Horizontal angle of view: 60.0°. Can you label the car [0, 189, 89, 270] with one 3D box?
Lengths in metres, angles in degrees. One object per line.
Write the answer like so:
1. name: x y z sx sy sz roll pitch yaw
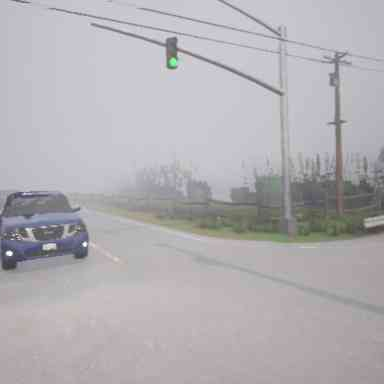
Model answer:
1. car: -5.039 1.011 10.910 2.150 2.045 5.566 -3 2 -30
